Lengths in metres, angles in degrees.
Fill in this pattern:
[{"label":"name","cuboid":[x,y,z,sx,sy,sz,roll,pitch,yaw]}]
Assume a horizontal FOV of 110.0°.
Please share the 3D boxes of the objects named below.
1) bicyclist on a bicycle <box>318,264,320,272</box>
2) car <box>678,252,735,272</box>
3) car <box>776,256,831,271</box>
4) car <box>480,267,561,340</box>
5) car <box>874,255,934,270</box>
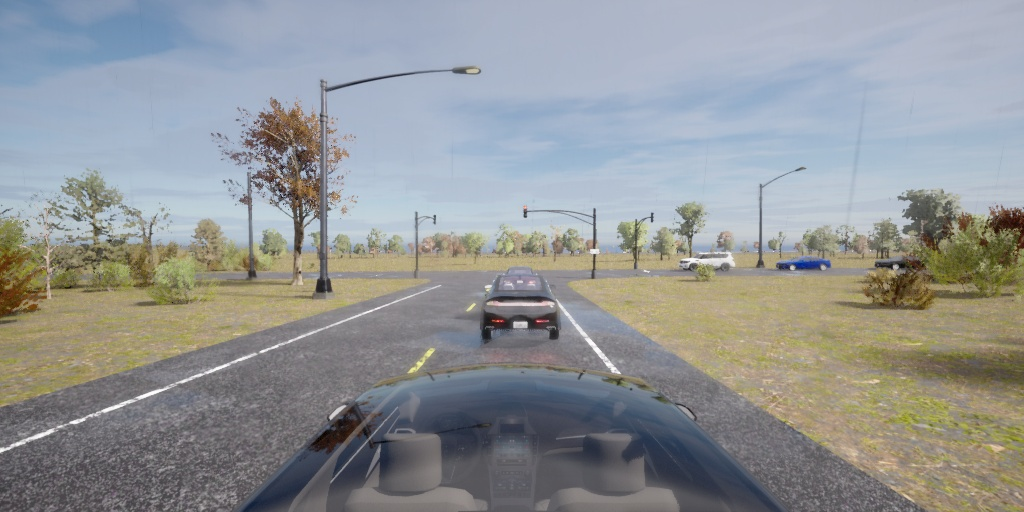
[{"label":"bicyclist on a bicycle","cuboid":[-25.343,1.326,47.868,0.582,1.620,1.656,-1,0,5]},{"label":"car","cuboid":[21.548,0.629,39.791,5.566,2.045,2.150,-1,1,5]},{"label":"car","cuboid":[31.545,0.776,38.908,5.008,1.535,1.882,-1,1,5]},{"label":"car","cuboid":[0.220,1.235,9.969,2.128,1.511,4.902,0,0,1]},{"label":"car","cuboid":[41.568,0.671,38.012,5.008,1.535,1.882,-1,1,5]}]
